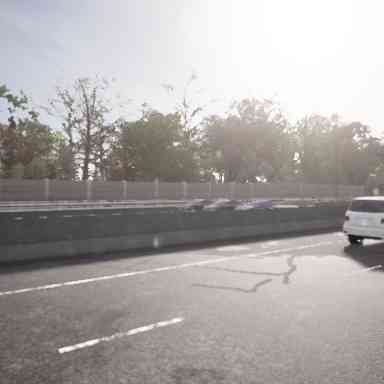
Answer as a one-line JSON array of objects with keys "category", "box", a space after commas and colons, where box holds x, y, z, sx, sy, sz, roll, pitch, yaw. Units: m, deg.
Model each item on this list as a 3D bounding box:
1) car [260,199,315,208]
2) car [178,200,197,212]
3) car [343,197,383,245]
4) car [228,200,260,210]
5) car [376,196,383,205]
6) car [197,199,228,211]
[{"category": "car", "box": [8.110, 1.354, 26.973, 4.553, 1.767, 2.097, 0, 0, -35]}, {"category": "car", "box": [0.849, 1.506, 34.692, 4.892, 1.490, 1.837, 0, 0, -35]}, {"category": "car", "box": [8.778, 1.221, 14.314, 5.566, 2.045, 2.150, 0, 0, -35]}, {"category": "car", "box": [5.958, 1.479, 29.738, 5.008, 1.535, 1.882, 0, 0, -35]}, {"category": "car", "box": [34.742, 1.546, 58.757, 4.902, 1.511, 2.128, 0, 0, -35]}, {"category": "car", "box": [3.187, 1.506, 32.061, 4.892, 1.490, 1.837, 0, 0, -35]}]
